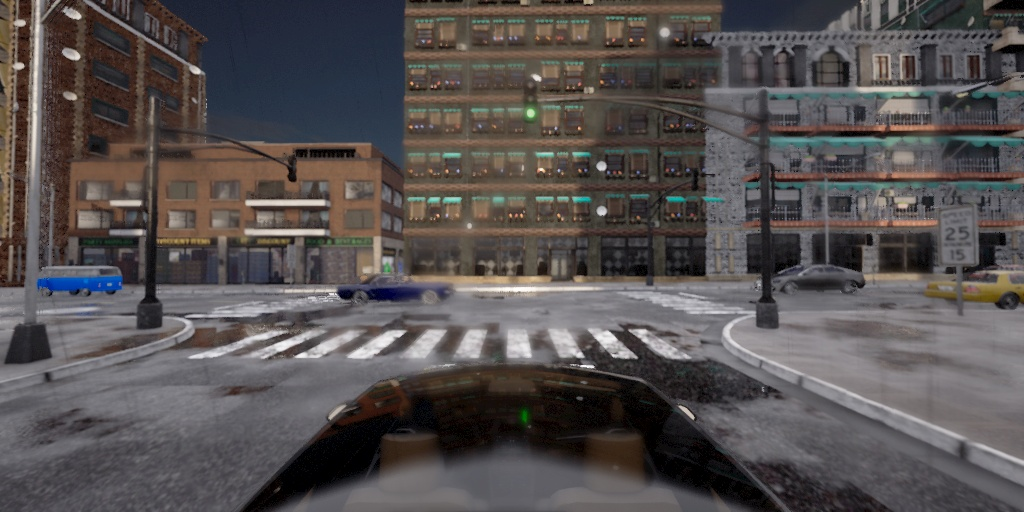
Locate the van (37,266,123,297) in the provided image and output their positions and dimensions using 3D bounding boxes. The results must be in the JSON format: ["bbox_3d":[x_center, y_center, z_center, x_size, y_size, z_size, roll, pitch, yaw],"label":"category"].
[{"bbox_3d":[-26.066,1.515,21.609,3.998,1.789,1.690,0,0,1],"label":"van"}]

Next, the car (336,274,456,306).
[{"bbox_3d":[-4.888,1.439,15.633,4.718,1.301,1.895,-1,-1,1],"label":"car"}]

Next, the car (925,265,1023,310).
[{"bbox_3d":[17.652,1.095,12.605,4.829,1.417,1.751,0,0,1],"label":"car"}]

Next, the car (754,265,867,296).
[{"bbox_3d":[15.193,1.215,18.449,4.902,1.511,2.128,-1,-1,1],"label":"car"}]
